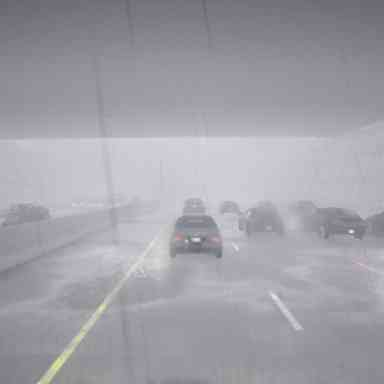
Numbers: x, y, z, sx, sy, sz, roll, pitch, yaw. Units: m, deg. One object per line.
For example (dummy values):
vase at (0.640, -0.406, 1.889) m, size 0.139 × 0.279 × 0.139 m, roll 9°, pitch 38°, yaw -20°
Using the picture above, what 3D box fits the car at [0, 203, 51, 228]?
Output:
car at (-10.531, 1.451, 20.636) m, size 2.128 × 1.511 × 4.902 m, roll 0°, pitch 0°, yaw 0°

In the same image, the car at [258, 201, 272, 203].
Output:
car at (7.223, 1.558, 33.395) m, size 1.994 × 1.385 × 4.181 m, roll 0°, pitch 0°, yaw 0°

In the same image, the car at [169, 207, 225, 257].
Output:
car at (0.138, 1.539, 12.873) m, size 2.033 × 1.411 × 5.357 m, roll 0°, pitch 0°, yaw 0°

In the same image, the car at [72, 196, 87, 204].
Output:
car at (-20.749, 1.468, 62.085) m, size 1.994 × 1.385 × 4.181 m, roll 0°, pitch 0°, yaw 1°

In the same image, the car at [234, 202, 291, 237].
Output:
car at (3.657, 1.522, 18.051) m, size 1.812 × 1.442 × 4.674 m, roll 0°, pitch 0°, yaw 0°

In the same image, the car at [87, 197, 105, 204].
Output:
car at (-17.253, 1.517, 61.376) m, size 1.895 × 1.301 × 4.718 m, roll 0°, pitch 0°, yaw 1°

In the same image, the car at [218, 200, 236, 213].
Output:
car at (3.713, 1.511, 33.791) m, size 1.812 × 1.442 × 4.674 m, roll 0°, pitch 0°, yaw 0°

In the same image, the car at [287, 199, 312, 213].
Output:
car at (10.721, 1.508, 32.747) m, size 1.837 × 1.490 × 4.892 m, roll 0°, pitch 0°, yaw 0°

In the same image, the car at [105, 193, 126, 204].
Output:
car at (-13.758, 1.148, 61.394) m, size 2.150 × 2.045 × 5.566 m, roll 0°, pitch 0°, yaw 1°

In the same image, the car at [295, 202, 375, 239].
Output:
car at (7.155, 1.510, 17.318) m, size 1.837 × 1.490 × 4.892 m, roll 0°, pitch 0°, yaw 0°

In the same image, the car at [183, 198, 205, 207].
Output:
car at (0.218, 1.330, 32.310) m, size 2.097 × 1.767 × 4.553 m, roll 0°, pitch 0°, yaw 0°

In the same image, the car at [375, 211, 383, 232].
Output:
car at (10.652, 1.519, 16.753) m, size 1.837 × 1.490 × 4.892 m, roll 0°, pitch 0°, yaw 0°

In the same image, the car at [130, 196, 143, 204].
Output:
car at (-10.268, 1.435, 61.505) m, size 1.837 × 1.490 × 4.892 m, roll 0°, pitch 0°, yaw 1°
